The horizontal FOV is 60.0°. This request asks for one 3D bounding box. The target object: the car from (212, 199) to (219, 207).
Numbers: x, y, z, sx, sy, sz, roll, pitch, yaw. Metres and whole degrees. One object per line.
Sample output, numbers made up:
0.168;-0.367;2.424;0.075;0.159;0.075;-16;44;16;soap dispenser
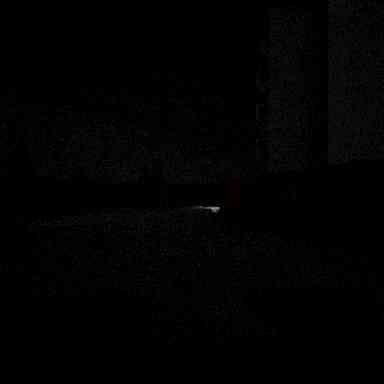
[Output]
4.994;1.379;47.665;2.033;1.411;5.357;1;0;36;car
